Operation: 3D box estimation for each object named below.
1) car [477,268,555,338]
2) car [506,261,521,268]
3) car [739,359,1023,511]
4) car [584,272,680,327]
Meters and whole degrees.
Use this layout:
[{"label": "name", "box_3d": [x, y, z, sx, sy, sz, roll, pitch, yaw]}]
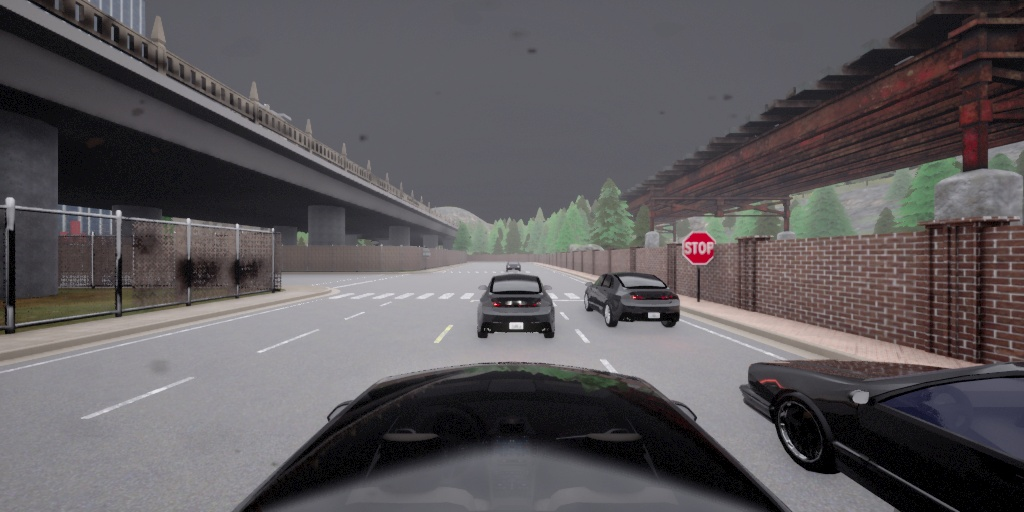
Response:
[{"label": "car", "box_3d": [0.096, 1.255, 10.126, 1.837, 1.490, 4.892, 0, 0, 0]}, {"label": "car", "box_3d": [0.168, 1.351, 46.381, 1.895, 1.301, 4.718, 0, 0, -1]}, {"label": "car", "box_3d": [3.600, 1.297, 1.741, 2.033, 1.411, 5.357, 0, 0, 0]}, {"label": "car", "box_3d": [3.597, 1.255, 11.487, 1.837, 1.490, 4.892, 0, 0, 0]}]
